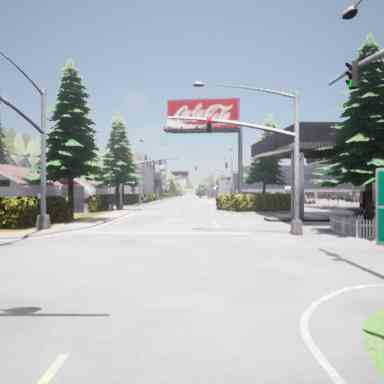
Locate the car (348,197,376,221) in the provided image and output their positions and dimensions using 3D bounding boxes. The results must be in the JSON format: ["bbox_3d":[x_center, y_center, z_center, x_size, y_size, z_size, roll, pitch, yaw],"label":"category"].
[{"bbox_3d":[14.308,1.498,24.982,3.866,1.878,1.905,0,0,0],"label":"car"}]

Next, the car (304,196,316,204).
[{"bbox_3d":[22.347,1.535,64.068,1.970,1.475,3.806,0,0,0],"label":"car"}]

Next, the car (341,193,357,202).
[{"bbox_3d":[34.732,1.470,71.890,2.007,1.523,4.514,0,0,0],"label":"car"}]

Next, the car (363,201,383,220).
[{"bbox_3d":[18.621,1.663,30.662,4.611,1.667,2.242,0,0,0],"label":"car"}]
